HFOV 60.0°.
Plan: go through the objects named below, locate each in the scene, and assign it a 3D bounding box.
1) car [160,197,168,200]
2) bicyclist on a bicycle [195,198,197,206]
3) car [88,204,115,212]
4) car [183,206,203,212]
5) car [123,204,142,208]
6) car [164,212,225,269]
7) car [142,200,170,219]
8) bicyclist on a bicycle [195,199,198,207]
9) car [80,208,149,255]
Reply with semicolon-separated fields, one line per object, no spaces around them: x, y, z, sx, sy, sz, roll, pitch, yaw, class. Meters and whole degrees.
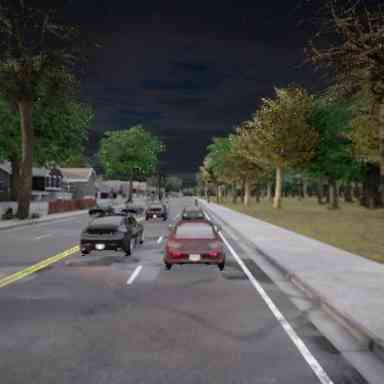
-6.510;1.975;77.636;1.812;1.442;4.674;0;-1;0;car
0.886;2.216;73.780;0.582;1.620;1.656;0;-1;0;bicyclist on a bicycle
-9.851;1.979;36.509;1.895;1.301;4.718;0;-1;0;car
0.089;1.905;29.222;1.895;1.301;4.718;0;-1;0;car
-6.602;1.980;36.525;1.895;1.301;4.718;0;-1;0;car
0.085;1.646;11.451;1.812;1.442;4.674;0;0;0;car
-3.161;1.826;30.823;1.837;1.490;4.892;0;0;0;car
0.887;2.124;64.780;0.582;1.620;1.656;0;-1;0;bicyclist on a bicycle
-3.162;1.650;13.894;1.837;1.490;4.892;0;-1;0;car
